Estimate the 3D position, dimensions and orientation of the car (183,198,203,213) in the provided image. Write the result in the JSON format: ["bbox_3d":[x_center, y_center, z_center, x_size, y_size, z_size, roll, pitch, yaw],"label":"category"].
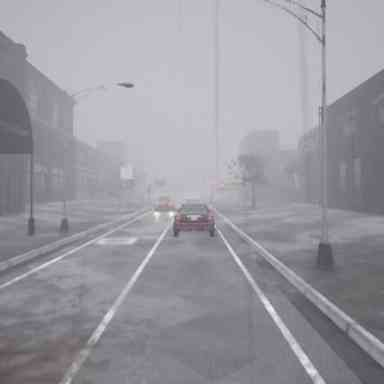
[{"bbox_3d":[0.101,1.448,36.705,2.033,1.411,5.357,0,0,0],"label":"car"}]

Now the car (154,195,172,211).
[{"bbox_3d":[-3.085,1.216,37.934,2.097,1.767,4.553,0,2,0],"label":"car"}]

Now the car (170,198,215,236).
[{"bbox_3d":[0.103,1.323,18.474,2.097,1.767,4.553,0,0,0],"label":"car"}]

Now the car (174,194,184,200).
[{"bbox_3d":[-2.985,1.189,78.368,2.128,1.511,4.902,0,-1,0],"label":"car"}]
